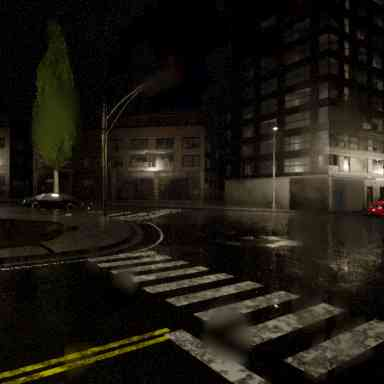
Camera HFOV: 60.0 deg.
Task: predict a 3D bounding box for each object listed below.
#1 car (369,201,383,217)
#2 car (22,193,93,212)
[{"bbox_3d":[18.278,1.214,28.658,5.566,2.045,2.150,0,3,-6],"label":"car"},{"bbox_3d":[-10.593,0.787,26.265,5.357,1.411,2.033,1,0,11],"label":"car"}]
